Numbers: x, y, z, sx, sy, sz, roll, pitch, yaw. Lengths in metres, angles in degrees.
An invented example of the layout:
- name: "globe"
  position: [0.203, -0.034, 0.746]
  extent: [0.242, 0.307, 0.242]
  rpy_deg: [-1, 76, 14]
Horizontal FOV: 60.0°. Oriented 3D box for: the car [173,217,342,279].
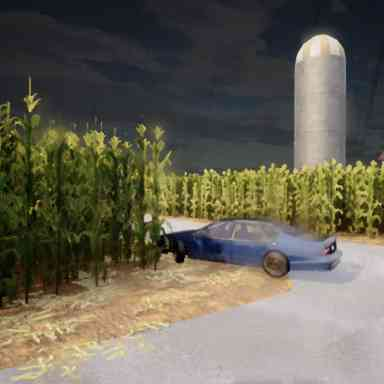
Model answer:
- name: "car"
  position: [1.425, 1.443, 9.743]
  extent: [5.357, 1.411, 2.033]
  rpy_deg: [0, 0, 32]
